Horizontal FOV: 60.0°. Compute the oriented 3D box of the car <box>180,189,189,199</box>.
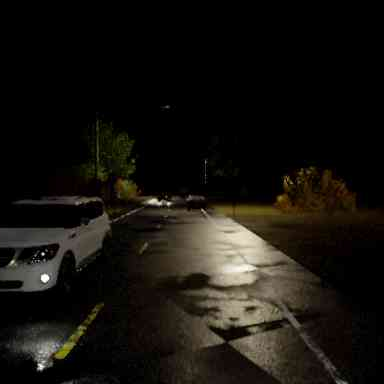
[{"bbox_3d":[-1.453,0.725,69.665,2.033,1.411,5.357,0,1,-1],"label":"car"}]

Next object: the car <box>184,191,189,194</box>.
[{"bbox_3d":[0.055,0.997,50.892,1.882,1.535,5.008,0,1,-1],"label":"car"}]

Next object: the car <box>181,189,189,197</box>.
[{"bbox_3d":[-1.947,0.141,89.253,2.150,2.045,5.566,0,1,-1],"label":"car"}]

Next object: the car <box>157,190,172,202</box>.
[{"bbox_3d":[-4.698,0.676,57.080,2.150,2.045,5.566,0,1,-1],"label":"car"}]

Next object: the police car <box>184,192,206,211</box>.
[{"bbox_3d":[0.454,1.102,35.007,1.930,1.638,5.238,0,1,-1],"label":"police car"}]

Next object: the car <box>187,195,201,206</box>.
[{"bbox_3d":[0.205,1.106,44.895,1.812,1.442,4.674,0,1,-1],"label":"car"}]

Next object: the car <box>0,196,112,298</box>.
[{"bbox_3d":[-3.653,1.148,8.680,2.150,2.045,5.566,0,0,-1],"label":"car"}]
